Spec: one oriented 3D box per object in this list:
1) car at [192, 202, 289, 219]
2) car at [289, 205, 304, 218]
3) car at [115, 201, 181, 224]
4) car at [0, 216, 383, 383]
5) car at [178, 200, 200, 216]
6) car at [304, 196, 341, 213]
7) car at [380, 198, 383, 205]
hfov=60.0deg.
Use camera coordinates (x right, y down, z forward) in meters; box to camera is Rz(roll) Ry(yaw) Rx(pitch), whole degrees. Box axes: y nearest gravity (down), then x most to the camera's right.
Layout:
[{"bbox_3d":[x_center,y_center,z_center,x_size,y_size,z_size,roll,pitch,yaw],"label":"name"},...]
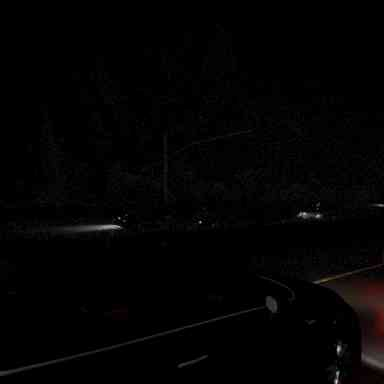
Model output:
[{"bbox_3d":[2.885,1.528,19.032,5.357,1.411,2.033,0,0,-36],"label":"car"},{"bbox_3d":[5.942,1.512,25.593,5.357,1.411,2.033,0,0,-36],"label":"car"},{"bbox_3d":[-3.210,1.549,23.258,4.181,1.385,1.994,0,0,-36],"label":"car"},{"bbox_3d":[-0.128,1.351,3.654,4.553,1.767,2.097,0,0,-36],"label":"car"},{"bbox_3d":[-1.032,1.488,29.171,4.892,1.490,1.837,0,0,-36],"label":"car"},{"bbox_3d":[13.974,1.243,35.786,4.553,1.767,2.097,0,0,-36],"label":"car"},{"bbox_3d":[32.318,1.288,53.459,5.357,1.411,2.033,0,0,-36],"label":"car"}]
